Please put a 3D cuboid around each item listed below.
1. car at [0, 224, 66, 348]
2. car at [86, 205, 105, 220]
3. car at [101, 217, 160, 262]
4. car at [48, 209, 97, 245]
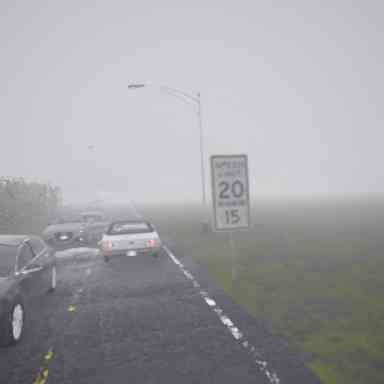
[{"bbox_3d":[-3.916,1.690,6.446,1.837,1.490,4.892,-3,0,-12],"label":"car"},{"bbox_3d":[-9.016,1.954,30.671,2.033,1.411,5.357,-3,0,-12],"label":"car"},{"bbox_3d":[-2.373,1.703,12.844,1.895,1.301,4.718,-3,0,-11],"label":"car"},{"bbox_3d":[-6.061,1.844,16.581,1.994,1.385,4.181,-3,0,-12],"label":"car"}]
